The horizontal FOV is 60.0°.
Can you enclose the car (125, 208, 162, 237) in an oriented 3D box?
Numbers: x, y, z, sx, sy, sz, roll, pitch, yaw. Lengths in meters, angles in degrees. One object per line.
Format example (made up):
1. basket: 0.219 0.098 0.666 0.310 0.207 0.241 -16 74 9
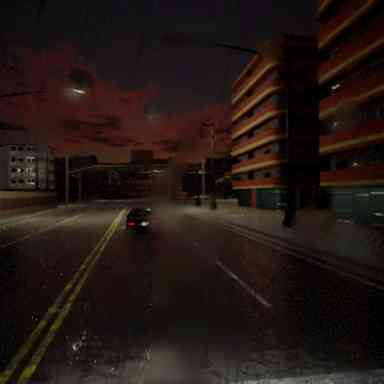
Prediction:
1. car: -2.698 1.586 18.349 2.033 1.411 5.357 -1 0 -9
